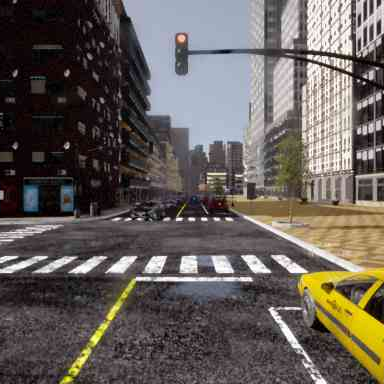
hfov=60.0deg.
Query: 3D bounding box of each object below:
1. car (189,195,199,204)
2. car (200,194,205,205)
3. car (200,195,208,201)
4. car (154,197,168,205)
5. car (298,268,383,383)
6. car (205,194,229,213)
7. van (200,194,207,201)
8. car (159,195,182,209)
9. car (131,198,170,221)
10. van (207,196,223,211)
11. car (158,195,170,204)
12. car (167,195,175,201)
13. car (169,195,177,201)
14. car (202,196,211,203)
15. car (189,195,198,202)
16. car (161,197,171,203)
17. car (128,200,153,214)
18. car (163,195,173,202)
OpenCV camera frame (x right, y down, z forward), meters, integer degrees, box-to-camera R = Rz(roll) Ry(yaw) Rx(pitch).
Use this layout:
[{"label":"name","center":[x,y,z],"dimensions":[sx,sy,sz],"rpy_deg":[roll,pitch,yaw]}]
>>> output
[{"label":"car","center":[0.398,1.404,66.684],"dimensions":[2.097,1.767,4.553],"rpy_deg":[0,0,0]},{"label":"car","center":[2.946,1.354,58.481],"dimensions":[2.192,1.841,5.009],"rpy_deg":[0,0,0]},{"label":"car","center":[3.072,1.613,86.284],"dimensions":[1.752,1.417,4.829],"rpy_deg":[0,0,0]},{"label":"car","center":[-5.433,1.584,58.518],"dimensions":[1.887,1.381,4.507],"rpy_deg":[0,0,0]},{"label":"car","center":[2.704,1.525,4.133],"dimensions":[1.752,1.417,4.829],"rpy_deg":[0,0,0]},{"label":"car","center":[2.847,1.327,36.375],"dimensions":[2.192,1.841,5.009],"rpy_deg":[0,0,0]},{"label":"van","center":[3.094,1.441,91.640],"dimensions":[1.690,1.788,3.998],"rpy_deg":[0,0,0]},{"label":"car","center":[-2.899,1.512,44.473],"dimensions":[2.128,1.511,4.902],"rpy_deg":[0,0,0]},{"label":"car","center":[-3.554,1.513,27.847],"dimensions":[1.837,1.490,4.892],"rpy_deg":[1,0,9]},{"label":"van","center":[2.872,1.358,41.901],"dimensions":[1.690,1.788,3.998],"rpy_deg":[0,0,0]},{"label":"car","center":[-5.409,1.488,64.045],"dimensions":[1.967,1.590,4.097],"rpy_deg":[0,0,0]},{"label":"car","center":[-5.310,1.613,85.982],"dimensions":[1.752,1.417,4.829],"rpy_deg":[0,0,0]},{"label":"car","center":[-5.285,1.644,91.677],"dimensions":[1.887,1.381,4.507],"rpy_deg":[0,0,0]},{"label":"car","center":[2.996,1.602,69.534],"dimensions":[1.887,1.381,4.507],"rpy_deg":[0,0,0]},{"label":"car","center":[0.346,1.569,76.579],"dimensions":[1.837,1.490,4.892],"rpy_deg":[0,0,0]},{"label":"car","center":[-5.384,1.639,69.572],"dimensions":[1.802,1.307,4.206],"rpy_deg":[0,0,0]},{"label":"car","center":[-5.531,1.563,36.412],"dimensions":[2.008,1.369,4.403],"rpy_deg":[0,0,0]},{"label":"car","center":[-5.360,1.507,75.098],"dimensions":[1.967,1.590,4.097],"rpy_deg":[0,0,0]}]
